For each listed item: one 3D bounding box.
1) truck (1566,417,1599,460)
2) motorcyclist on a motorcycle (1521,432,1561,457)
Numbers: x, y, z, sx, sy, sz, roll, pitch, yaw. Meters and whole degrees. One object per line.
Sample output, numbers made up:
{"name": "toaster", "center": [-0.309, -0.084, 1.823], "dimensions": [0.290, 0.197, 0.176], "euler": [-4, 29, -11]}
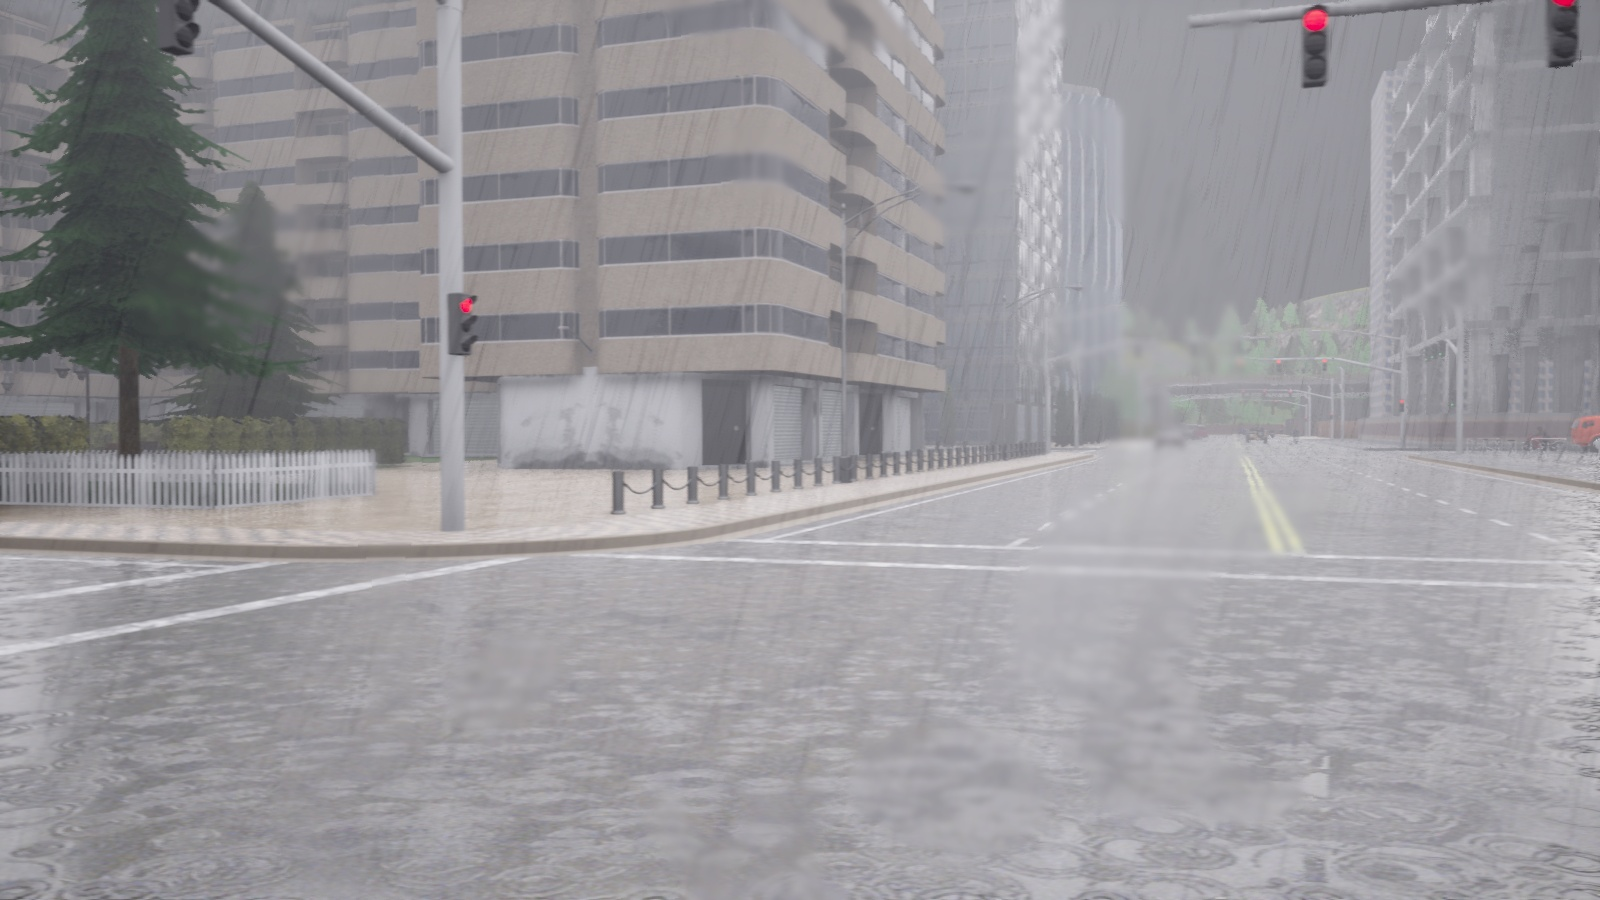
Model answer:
{"name": "truck", "center": [48.374, -0.751, 73.810], "dimensions": [5.204, 2.467, 2.627], "euler": [-2, 0, 19]}
{"name": "motorcyclist on a motorcycle", "center": [46.164, -0.326, 78.265], "dimensions": [2.044, 1.523, 0.797], "euler": [1, 1, 19]}
